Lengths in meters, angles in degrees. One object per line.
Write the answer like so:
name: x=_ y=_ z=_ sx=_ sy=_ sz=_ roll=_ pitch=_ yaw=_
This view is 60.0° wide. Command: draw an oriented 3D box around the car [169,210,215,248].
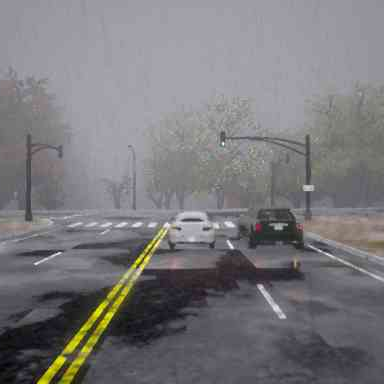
car: x=0.000 y=1.535 z=14.652 sx=1.812 sy=1.442 sz=4.674 roll=0 pitch=0 yaw=0

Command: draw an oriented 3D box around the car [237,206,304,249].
car: x=3.250 y=1.368 z=14.622 sx=2.097 sy=1.767 sz=4.553 roll=0 pitch=0 yaw=0
